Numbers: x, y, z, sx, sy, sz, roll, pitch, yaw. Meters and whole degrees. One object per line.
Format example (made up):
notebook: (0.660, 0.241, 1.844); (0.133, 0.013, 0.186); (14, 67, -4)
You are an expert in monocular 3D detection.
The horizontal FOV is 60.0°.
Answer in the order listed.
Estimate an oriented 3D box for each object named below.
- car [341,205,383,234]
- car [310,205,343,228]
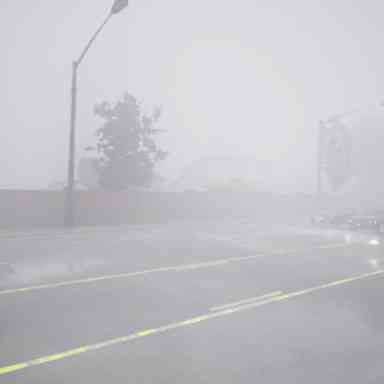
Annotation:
car: (11.765, 1.747, 20.978); (4.892, 1.490, 1.837); (2, -1, -35)
car: (10.725, 1.746, 24.533); (4.902, 1.511, 2.128); (1, -1, -35)
